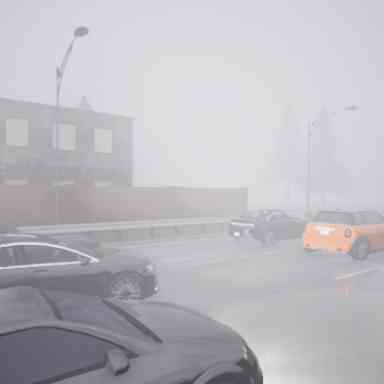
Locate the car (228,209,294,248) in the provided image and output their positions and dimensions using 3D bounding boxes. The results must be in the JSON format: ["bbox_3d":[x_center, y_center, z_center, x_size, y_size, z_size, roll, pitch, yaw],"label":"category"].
[{"bbox_3d":[3.827,1.542,15.159,4.902,1.511,2.128,0,0,-36],"label":"car"}]

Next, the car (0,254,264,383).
[{"bbox_3d":[-1.349,1.566,2.784,4.181,1.385,1.994,0,0,-36],"label":"car"}]

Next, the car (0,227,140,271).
[{"bbox_3d":[-2.935,1.497,5.954,4.902,1.511,2.128,0,0,-36],"label":"car"}]

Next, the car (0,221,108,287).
[{"bbox_3d":[-4.863,1.605,8.879,4.718,1.301,1.895,0,0,-36],"label":"car"}]

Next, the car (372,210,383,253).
[{"bbox_3d":[7.548,1.275,9.213,5.566,2.045,2.150,0,0,-35],"label":"car"}]

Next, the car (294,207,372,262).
[{"bbox_3d":[6.280,1.406,12.612,4.553,1.767,2.097,0,0,-36],"label":"car"}]
